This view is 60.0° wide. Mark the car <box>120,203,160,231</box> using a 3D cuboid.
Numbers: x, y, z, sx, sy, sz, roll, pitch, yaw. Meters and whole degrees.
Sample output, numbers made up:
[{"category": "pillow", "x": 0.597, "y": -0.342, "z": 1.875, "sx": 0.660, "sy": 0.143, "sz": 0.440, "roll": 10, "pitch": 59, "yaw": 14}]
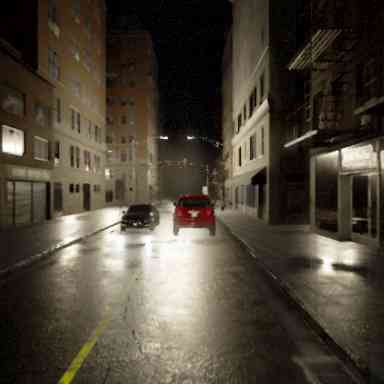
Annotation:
[{"category": "car", "x": -2.988, "y": 1.450, "z": 19.900, "sx": 1.837, "sy": 1.490, "sz": 4.892, "roll": 0, "pitch": 0, "yaw": 0}]

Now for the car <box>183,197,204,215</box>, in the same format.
[{"category": "car", "x": 0.120, "y": 1.354, "z": 32.782, "sx": 1.882, "sy": 1.535, "sz": 5.008, "roll": 0, "pitch": 0, "yaw": -1}]

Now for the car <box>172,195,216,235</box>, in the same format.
[{"category": "car", "x": 0.112, "y": 1.149, "z": 18.299, "sx": 2.150, "sy": 2.045, "sz": 5.566, "roll": 0, "pitch": 0, "yaw": 0}]
